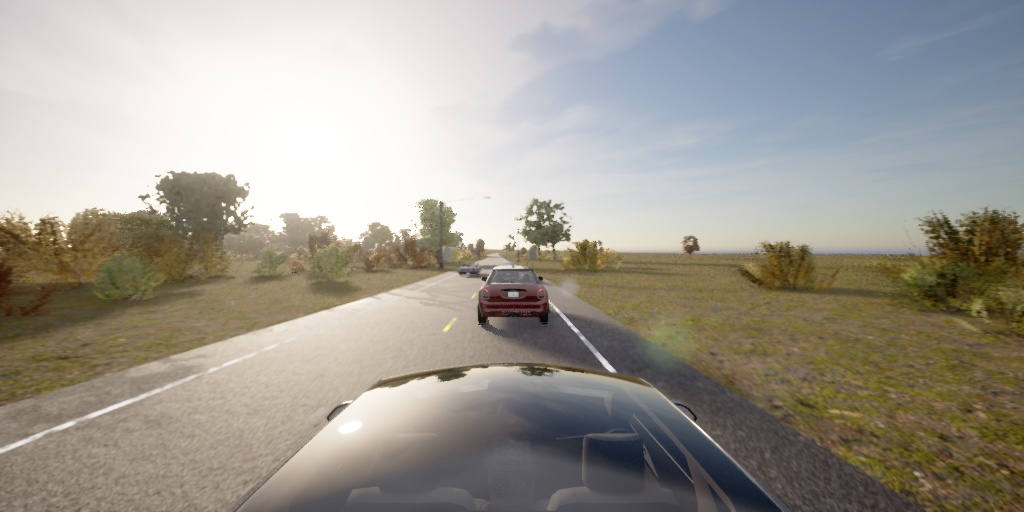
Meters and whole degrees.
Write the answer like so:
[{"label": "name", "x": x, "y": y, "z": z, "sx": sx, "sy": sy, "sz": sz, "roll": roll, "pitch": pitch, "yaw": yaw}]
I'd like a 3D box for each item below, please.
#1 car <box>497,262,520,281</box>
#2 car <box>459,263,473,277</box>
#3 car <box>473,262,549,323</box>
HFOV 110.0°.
[{"label": "car", "x": -0.378, "y": 1.255, "z": 30.618, "sx": 1.812, "sy": 1.442, "sz": 4.674, "roll": 0, "pitch": 0, "yaw": -2}, {"label": "car", "x": -4.167, "y": 1.326, "z": 35.742, "sx": 1.895, "sy": 1.301, "sz": 4.718, "roll": 0, "pitch": 0, "yaw": -1}, {"label": "car", "x": 0.017, "y": 1.099, "z": 12.187, "sx": 2.097, "sy": 1.767, "sz": 4.553, "roll": 0, "pitch": 0, "yaw": -1}]
